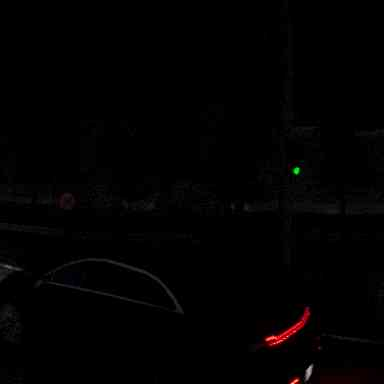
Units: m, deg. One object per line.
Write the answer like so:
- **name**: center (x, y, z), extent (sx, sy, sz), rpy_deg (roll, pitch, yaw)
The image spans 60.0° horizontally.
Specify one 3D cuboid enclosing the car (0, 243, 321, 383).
- **car**: center (-0.844, 1.483, 4.594), extent (4.902, 1.511, 2.128), rpy_deg (0, 0, 35)
